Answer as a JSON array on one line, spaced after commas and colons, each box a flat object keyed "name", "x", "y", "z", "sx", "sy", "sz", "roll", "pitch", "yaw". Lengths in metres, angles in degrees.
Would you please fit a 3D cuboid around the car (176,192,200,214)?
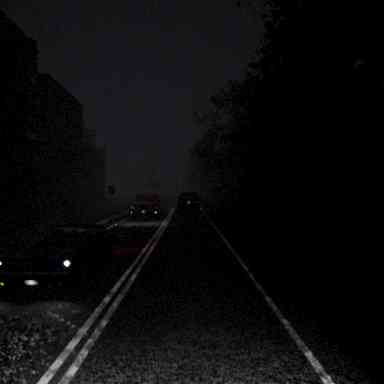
[{"name": "car", "x": -0.367, "y": 1.029, "z": 33.390, "sx": 2.150, "sy": 2.045, "sz": 5.566, "roll": 0, "pitch": 1, "yaw": -1}]

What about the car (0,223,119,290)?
[{"name": "car", "x": -3.403, "y": 1.595, "z": 9.208, "sx": 1.895, "sy": 1.301, "sz": 4.718, "roll": 0, "pitch": 0, "yaw": -1}]

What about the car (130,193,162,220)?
[{"name": "car", "x": -3.670, "y": 1.098, "z": 27.525, "sx": 2.150, "sy": 2.045, "sz": 5.566, "roll": 0, "pitch": 0, "yaw": -1}]
